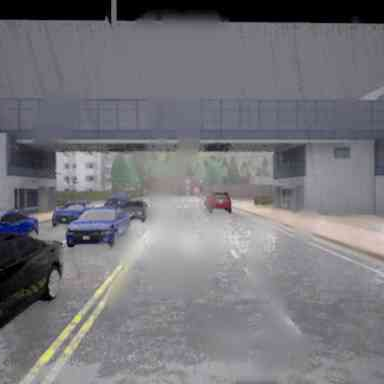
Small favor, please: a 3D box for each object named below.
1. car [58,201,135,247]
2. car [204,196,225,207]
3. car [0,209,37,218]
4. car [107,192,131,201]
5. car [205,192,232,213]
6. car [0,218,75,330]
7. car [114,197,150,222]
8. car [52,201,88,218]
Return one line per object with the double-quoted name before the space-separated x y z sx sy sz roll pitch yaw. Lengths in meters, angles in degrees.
"car" -3.964 1.396 14.758 1.882 1.535 5.008 0 0 -1
"car" 3.214 1.234 46.768 1.994 1.385 4.181 0 0 18
"car" -7.397 1.430 12.144 1.882 1.535 5.008 0 0 -2
"car" -7.958 1.015 36.772 2.150 2.045 5.566 0 0 -1
"car" 2.691 0.985 33.413 2.150 2.045 5.566 0 1 1
"car" -3.716 1.458 5.358 1.882 1.535 5.008 0 0 -2
"car" -4.217 1.358 24.701 1.837 1.490 4.892 0 0 -2
"car" -7.655 1.363 22.220 1.882 1.535 5.008 0 0 -1
